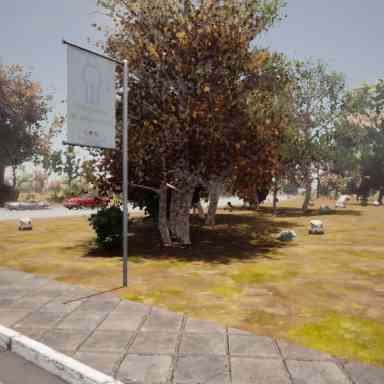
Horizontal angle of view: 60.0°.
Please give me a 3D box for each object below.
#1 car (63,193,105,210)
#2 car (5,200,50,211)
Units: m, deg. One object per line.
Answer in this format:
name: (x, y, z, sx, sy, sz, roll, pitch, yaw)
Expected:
car: (-13.541, 1.203, 42.562, 2.150, 2.045, 5.566, 0, 0, 38)
car: (-19.855, 1.595, 40.221, 1.895, 1.301, 4.718, 0, 0, 38)
